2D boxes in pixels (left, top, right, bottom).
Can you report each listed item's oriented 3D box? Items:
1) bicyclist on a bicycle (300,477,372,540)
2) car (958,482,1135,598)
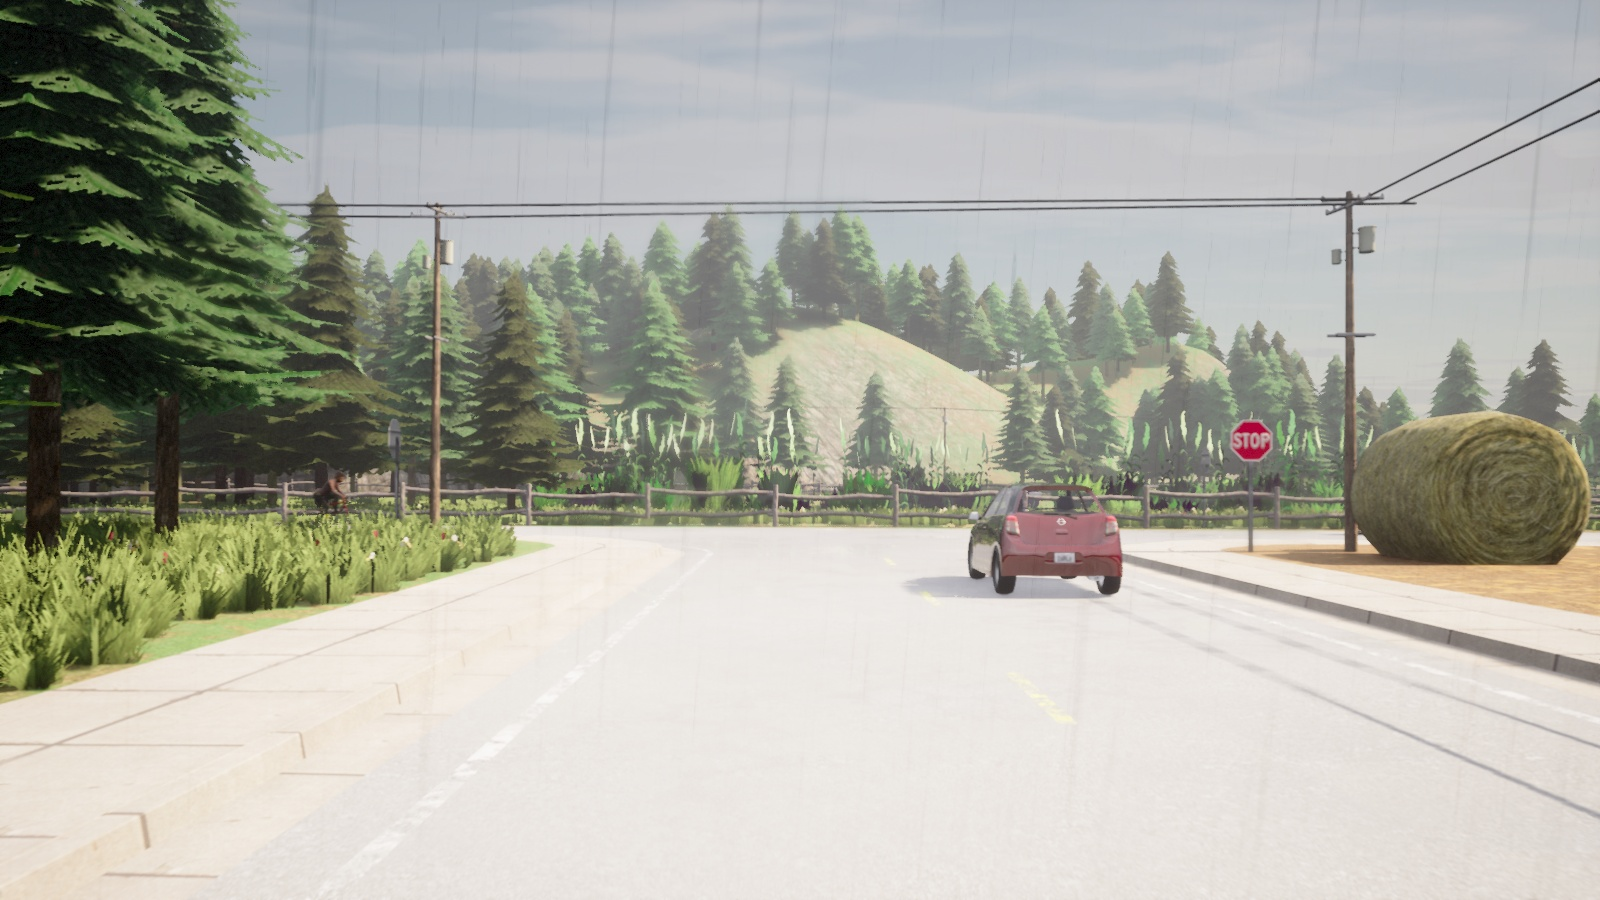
[{"bbox_3d":[-12.105,1.510,32.796,1.656,1.620,0.582,0,-1,3],"label":"bicyclist on a bicycle"},{"bbox_3d":[3.454,1.224,18.259,1.845,1.501,3.633,0,-1,0],"label":"car"}]
